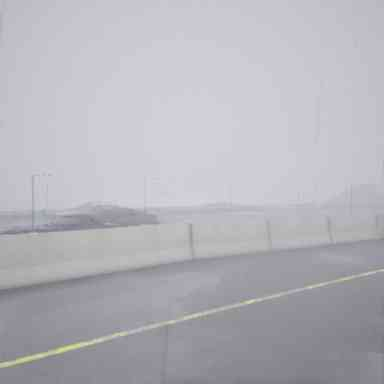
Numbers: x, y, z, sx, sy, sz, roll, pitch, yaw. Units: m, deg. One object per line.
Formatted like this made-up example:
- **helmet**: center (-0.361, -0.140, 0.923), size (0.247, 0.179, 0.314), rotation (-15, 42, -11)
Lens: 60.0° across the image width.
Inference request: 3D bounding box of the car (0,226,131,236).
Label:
- **car**: center (-5.093, 1.574, 13.126), size (4.718, 1.301, 1.895), rotation (0, 0, -34)

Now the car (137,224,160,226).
- **car**: center (-4.361, 1.514, 17.829), size (5.357, 1.411, 2.033), rotation (0, 0, -33)
